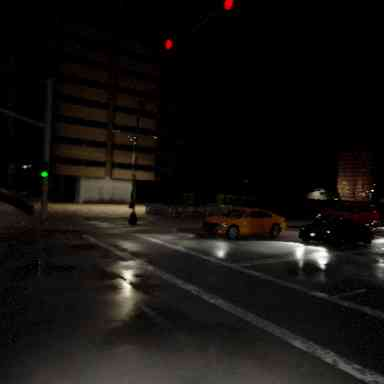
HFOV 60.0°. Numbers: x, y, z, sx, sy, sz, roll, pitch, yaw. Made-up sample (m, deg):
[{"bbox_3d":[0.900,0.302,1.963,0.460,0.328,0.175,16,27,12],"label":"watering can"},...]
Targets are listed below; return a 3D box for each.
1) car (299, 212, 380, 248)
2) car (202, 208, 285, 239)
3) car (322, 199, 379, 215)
[{"bbox_3d":[7.368,1.921,16.877,4.181,1.385,1.994,3,0,-34],"label":"car"},{"bbox_3d":[2.877,1.617,18.057,5.008,1.535,1.882,3,0,-34],"label":"car"},{"bbox_3d":[11.096,1.759,23.638,5.566,2.045,2.150,3,0,-34],"label":"car"}]
